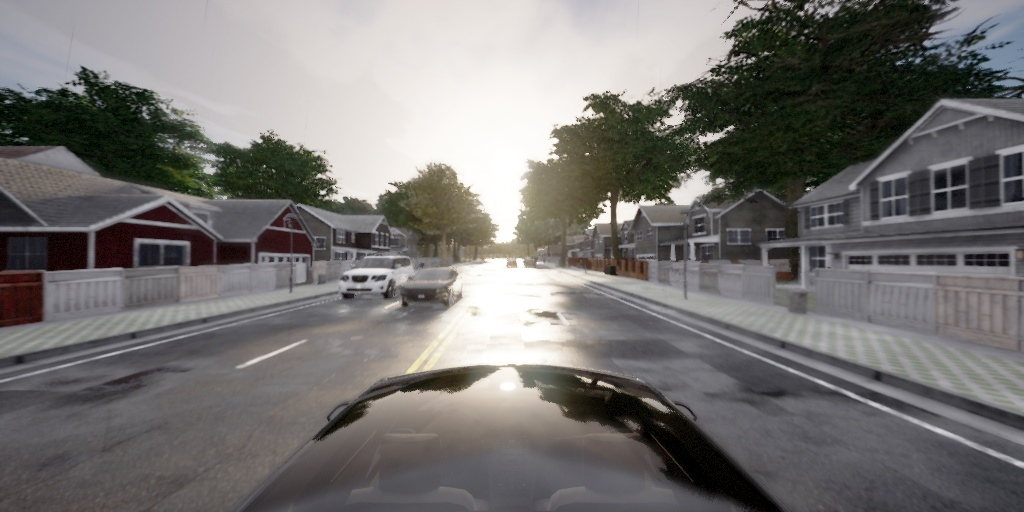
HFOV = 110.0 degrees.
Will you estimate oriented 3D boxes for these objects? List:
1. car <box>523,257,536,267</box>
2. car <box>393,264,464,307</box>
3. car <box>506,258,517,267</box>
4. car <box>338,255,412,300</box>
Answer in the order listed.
[{"bbox_3d":[3.225,1.134,62.825,2.128,1.511,4.902,0,0,0],"label":"car"},{"bbox_3d":[-3.314,1.222,15.676,1.882,1.535,5.008,0,0,0],"label":"car"},{"bbox_3d":[-0.025,1.167,62.823,1.812,1.442,4.674,0,0,0],"label":"car"},{"bbox_3d":[-6.542,0.966,18.125,2.150,2.045,5.566,0,0,1],"label":"car"}]
